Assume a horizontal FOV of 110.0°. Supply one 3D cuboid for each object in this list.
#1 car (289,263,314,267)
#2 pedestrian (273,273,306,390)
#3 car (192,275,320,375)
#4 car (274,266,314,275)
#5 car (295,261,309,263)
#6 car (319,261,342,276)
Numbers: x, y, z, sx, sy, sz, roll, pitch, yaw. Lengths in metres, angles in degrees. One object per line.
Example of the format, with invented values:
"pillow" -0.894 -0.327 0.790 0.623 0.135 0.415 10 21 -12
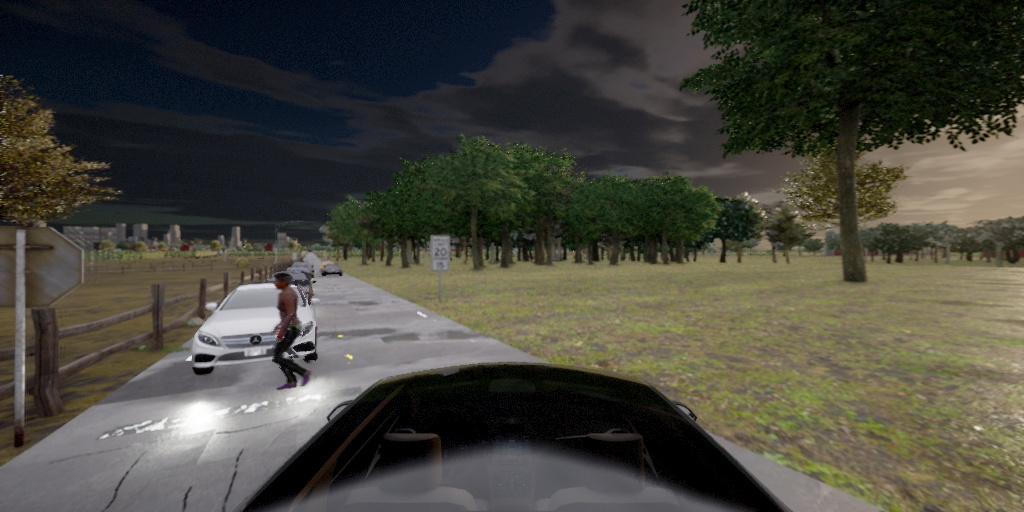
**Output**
"car" -15.698 1.457 26.295 2.033 1.411 5.357 0 0 -29
"pedestrian" -3.379 1.079 5.433 0.375 1.860 0.375 0 0 -29
"car" -5.384 1.327 7.955 1.812 1.442 4.674 0 0 -29
"car" -10.468 1.402 16.987 2.033 1.411 5.357 0 0 -29
"car" -21.245 1.319 36.261 2.097 1.767 4.553 0 0 -29
"car" -20.416 1.548 40.667 1.994 1.385 4.181 0 0 -29
